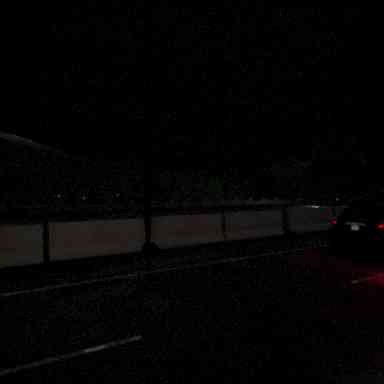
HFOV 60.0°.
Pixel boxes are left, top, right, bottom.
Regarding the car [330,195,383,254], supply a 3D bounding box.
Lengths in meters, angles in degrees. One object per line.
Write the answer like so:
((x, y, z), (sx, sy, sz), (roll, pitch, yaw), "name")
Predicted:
((6.956, 1.120, 11.567), (4.553, 1.767, 2.097), (-1, 1, -31), "car")

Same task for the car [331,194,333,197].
((17.169, 1.035, 42.331), (4.674, 1.442, 1.812), (0, 0, -31), "car")
